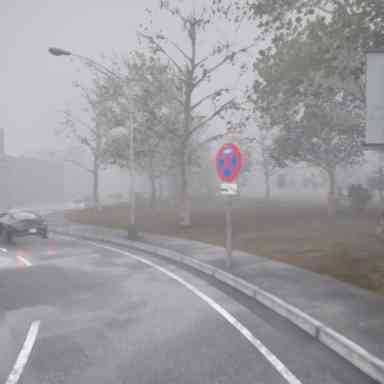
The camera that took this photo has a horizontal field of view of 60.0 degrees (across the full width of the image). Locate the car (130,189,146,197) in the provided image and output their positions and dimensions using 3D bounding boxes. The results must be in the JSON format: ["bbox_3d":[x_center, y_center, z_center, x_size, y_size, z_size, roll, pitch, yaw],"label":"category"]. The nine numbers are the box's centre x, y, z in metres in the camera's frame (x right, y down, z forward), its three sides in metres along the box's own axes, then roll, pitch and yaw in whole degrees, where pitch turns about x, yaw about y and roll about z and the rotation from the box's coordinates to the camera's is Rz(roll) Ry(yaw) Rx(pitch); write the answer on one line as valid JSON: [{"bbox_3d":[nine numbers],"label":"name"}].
[{"bbox_3d":[-13.167,0.521,78.685,1.882,1.535,5.008,-1,1,7],"label":"car"}]

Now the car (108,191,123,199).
[{"bbox_3d":[-17.064,0.589,73.909,2.097,1.767,4.553,-1,1,7],"label":"car"}]

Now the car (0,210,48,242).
[{"bbox_3d":[-8.975,1.642,17.145,1.812,1.442,4.674,-1,0,-43],"label":"car"}]

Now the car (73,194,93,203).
[{"bbox_3d":[-19.108,1.169,58.279,1.837,1.490,4.892,-1,1,8],"label":"car"}]

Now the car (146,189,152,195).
[{"bbox_3d":[-11.828,-0.030,88.983,2.097,1.767,4.553,-1,1,7],"label":"car"}]
